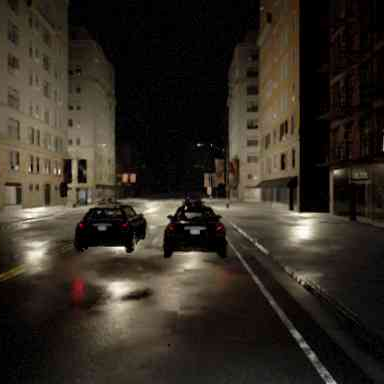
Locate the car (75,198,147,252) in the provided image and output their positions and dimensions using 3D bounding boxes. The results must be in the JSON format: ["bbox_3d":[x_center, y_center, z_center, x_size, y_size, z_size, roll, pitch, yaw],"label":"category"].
[{"bbox_3d":[-3.152,1.294,13.785,2.097,1.767,4.553,0,0,0],"label":"car"}]

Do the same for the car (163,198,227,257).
[{"bbox_3d":[0.100,1.298,12.801,2.097,1.767,4.553,0,0,0],"label":"car"}]
